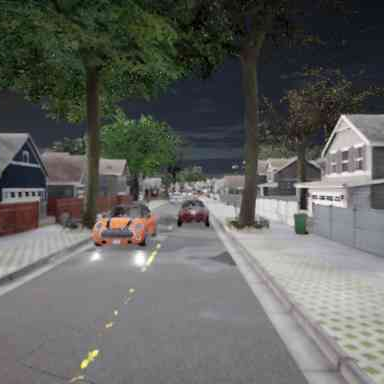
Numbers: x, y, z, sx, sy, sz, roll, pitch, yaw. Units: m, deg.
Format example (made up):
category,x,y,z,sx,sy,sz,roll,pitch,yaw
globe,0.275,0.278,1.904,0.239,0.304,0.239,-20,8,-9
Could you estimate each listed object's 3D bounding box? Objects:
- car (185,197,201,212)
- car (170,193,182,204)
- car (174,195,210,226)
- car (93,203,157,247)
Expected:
category,x,y,z,sx,sy,sz,roll,pitch,yaw
car,0.103,1.466,40.368,1.837,1.490,4.892,0,1,0
car,-2.745,1.136,61.301,2.150,2.045,5.566,0,0,0
car,0.103,1.331,23.110,2.097,1.767,4.553,0,0,0
car,-2.844,1.342,14.976,2.097,1.767,4.553,0,0,1
